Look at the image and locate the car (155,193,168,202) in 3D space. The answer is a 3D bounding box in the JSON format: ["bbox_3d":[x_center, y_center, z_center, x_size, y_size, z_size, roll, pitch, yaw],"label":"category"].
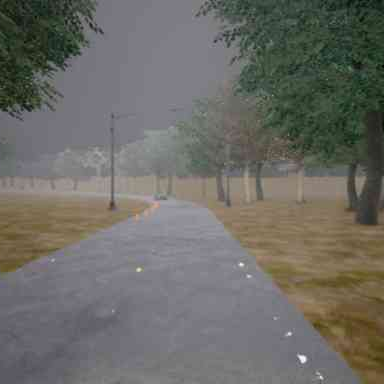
[{"bbox_3d":[-5.669,0.959,61.076,2.033,1.411,5.357,-1,1,-15],"label":"car"}]

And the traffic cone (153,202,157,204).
[{"bbox_3d":[-4.363,1.706,40.315,0.340,0.580,0.340,0,1,-3],"label":"traffic cone"}]

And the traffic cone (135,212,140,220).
[{"bbox_3d":[-4.194,1.830,25.467,0.340,0.580,0.340,0,0,0],"label":"traffic cone"}]

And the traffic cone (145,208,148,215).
[{"bbox_3d":[-4.193,1.796,30.471,0.340,0.580,0.340,0,0,0],"label":"traffic cone"}]

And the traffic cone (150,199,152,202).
[{"bbox_3d":[-6.298,1.501,54.779,0.340,0.580,0.340,-1,1,-12],"label":"traffic cone"}]
